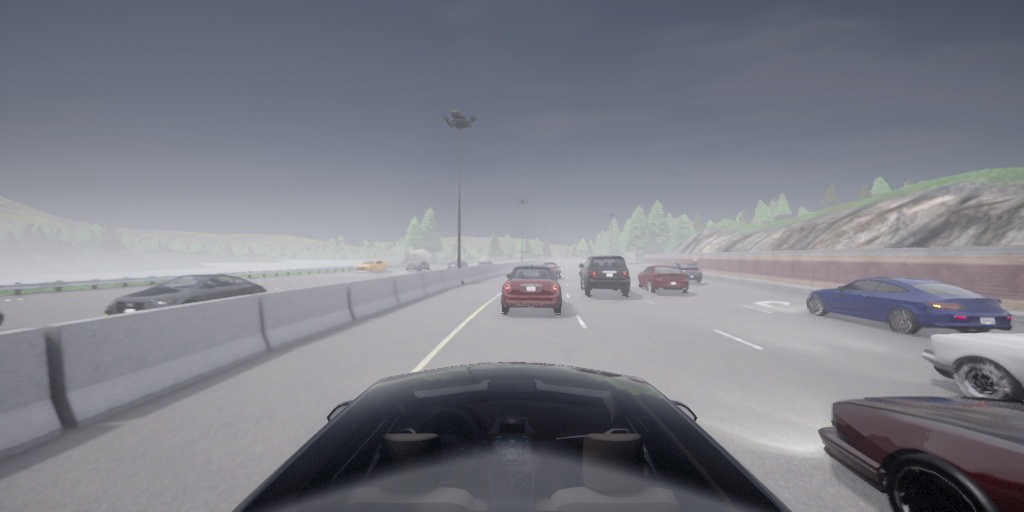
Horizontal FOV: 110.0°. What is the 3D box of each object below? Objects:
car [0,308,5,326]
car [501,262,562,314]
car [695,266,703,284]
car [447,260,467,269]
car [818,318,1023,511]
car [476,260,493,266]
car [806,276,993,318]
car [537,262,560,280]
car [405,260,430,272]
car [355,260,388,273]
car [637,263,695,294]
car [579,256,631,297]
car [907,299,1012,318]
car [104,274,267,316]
[{"bbox_3d":[-13.856,1.276,7.257,1.994,1.385,4.181,0,0,3],"label":"car"},{"bbox_3d":[0.815,1.113,14.025,2.097,1.767,4.553,0,0,5],"label":"car"},{"bbox_3d":[13.318,1.299,28.234,2.128,1.511,4.902,0,0,9],"label":"car"},{"bbox_3d":[-7.900,1.252,52.124,2.128,1.511,4.902,0,0,9],"label":"car"},{"bbox_3d":[3.629,1.308,0.656,2.033,1.411,5.357,0,0,0],"label":"car"},{"bbox_3d":[-4.057,1.336,54.013,1.994,1.385,4.181,0,0,9],"label":"car"},{"bbox_3d":[11.036,1.315,10.488,1.812,1.442,4.674,0,0,4],"label":"car"},{"bbox_3d":[3.398,1.306,32.778,1.812,1.442,4.674,0,0,9],"label":"car"},{"bbox_3d":[-12.258,1.268,47.030,1.812,1.442,4.674,0,0,9],"label":"car"},{"bbox_3d":[-16.532,1.204,42.448,1.882,1.535,5.008,0,0,9],"label":"car"},{"bbox_3d":[8.695,1.266,21.015,1.882,1.535,5.008,0,0,8],"label":"car"},{"bbox_3d":[4.935,0.998,19.501,2.150,2.045,5.566,0,0,8],"label":"car"},{"bbox_3d":[7.174,1.373,3.273,1.895,1.301,4.718,0,0,1],"label":"car"},{"bbox_3d":[-10.109,1.290,11.592,1.994,1.385,4.181,0,0,4],"label":"car"}]
